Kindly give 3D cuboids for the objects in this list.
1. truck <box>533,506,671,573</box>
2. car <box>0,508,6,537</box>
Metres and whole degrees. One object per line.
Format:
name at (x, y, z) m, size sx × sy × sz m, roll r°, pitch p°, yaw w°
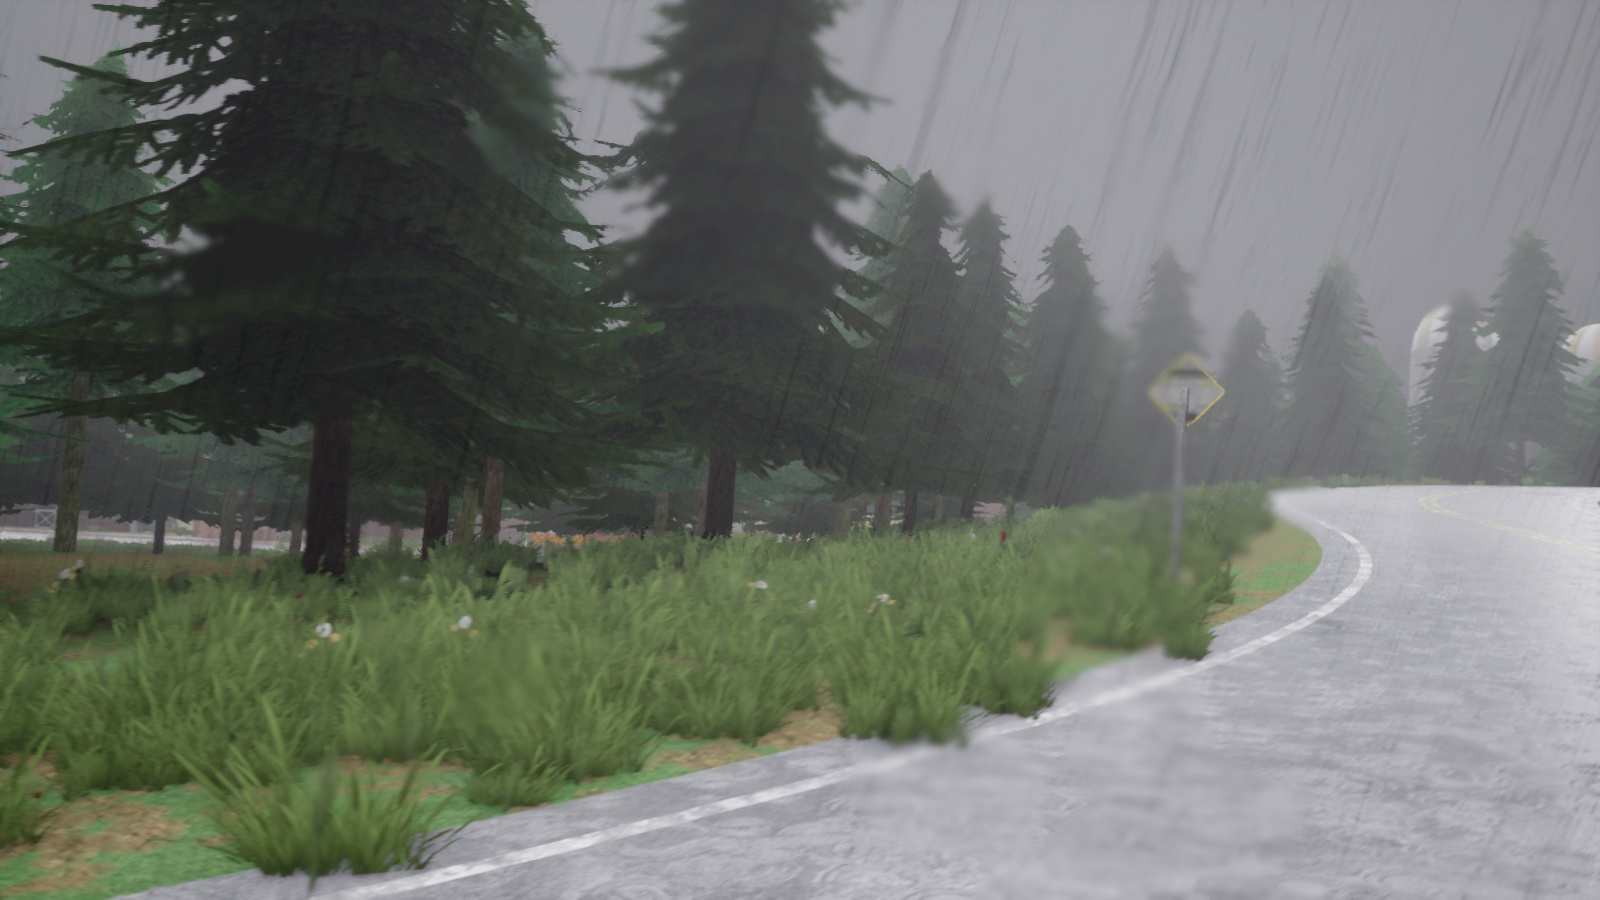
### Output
truck at (-12.861, 5.796, 81.505) m, size 8.468 × 3.827 × 2.891 m, roll 4°, pitch -3°, yaw -12°
car at (-51.437, 4.308, 76.547) m, size 4.553 × 1.767 × 2.097 m, roll 4°, pitch -3°, yaw -12°
